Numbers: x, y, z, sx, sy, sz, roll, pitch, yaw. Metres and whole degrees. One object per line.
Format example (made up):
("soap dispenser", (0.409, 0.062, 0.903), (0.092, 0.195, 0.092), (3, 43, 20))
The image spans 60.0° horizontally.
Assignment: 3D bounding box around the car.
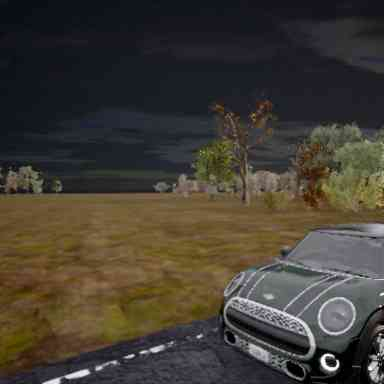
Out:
("car", (2.600, 1.343, 5.371), (4.553, 1.767, 2.097), (0, 0, -37))
